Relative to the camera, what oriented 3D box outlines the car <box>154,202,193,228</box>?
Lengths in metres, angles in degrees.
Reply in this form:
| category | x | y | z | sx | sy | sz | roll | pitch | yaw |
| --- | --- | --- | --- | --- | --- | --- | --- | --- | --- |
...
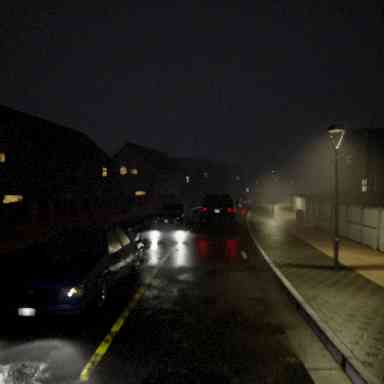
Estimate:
| category | x | y | z | sx | sy | sz | roll | pitch | yaw |
| --- | --- | --- | --- | --- | --- | --- | --- | --- | --- |
| car | -1.118 | 1.410 | 21.374 | 1.837 | 1.490 | 4.892 | 0 | 0 | 8 |

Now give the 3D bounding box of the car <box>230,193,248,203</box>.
| category | x | y | z | sx | sy | sz | roll | pitch | yaw |
| --- | --- | --- | --- | --- | --- | --- | --- | --- | --- |
| car | 7.914 | 1.033 | 55.879 | 1.837 | 1.490 | 4.892 | 0 | 1 | 21 |

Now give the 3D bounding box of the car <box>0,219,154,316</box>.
| category | x | y | z | sx | sy | sz | roll | pitch | yaw |
| --- | --- | --- | --- | --- | --- | --- | --- | --- | --- |
| car | -2.496 | 1.530 | 8.011 | 2.033 | 1.411 | 5.357 | 0 | 0 | 4 |

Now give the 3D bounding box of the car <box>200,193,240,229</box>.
| category | x | y | z | sx | sy | sz | roll | pitch | yaw |
| --- | --- | --- | --- | --- | --- | --- | --- | --- | --- |
| car | 1.784 | 1.133 | 21.246 | 2.150 | 2.045 | 5.566 | 0 | 1 | 8 |

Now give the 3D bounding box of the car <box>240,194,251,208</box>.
| category | x | y | z | sx | sy | sz | roll | pitch | yaw |
| --- | --- | --- | --- | --- | --- | --- | --- | --- | --- |
| car | 6.411 | 1.282 | 42.351 | 1.895 | 1.301 | 4.718 | 0 | 1 | 16 |
